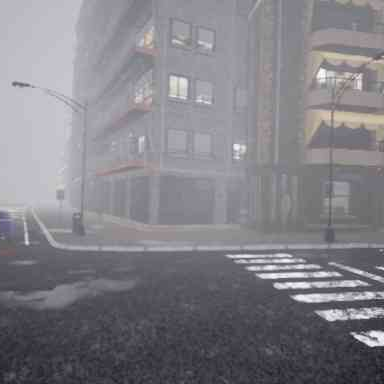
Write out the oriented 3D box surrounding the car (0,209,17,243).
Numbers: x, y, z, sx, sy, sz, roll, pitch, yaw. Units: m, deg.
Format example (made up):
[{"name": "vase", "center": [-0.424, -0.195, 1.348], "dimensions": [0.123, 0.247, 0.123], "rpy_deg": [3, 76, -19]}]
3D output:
[{"name": "car", "center": [-9.893, 1.587, 16.535], "dimensions": [1.882, 1.535, 5.008], "rpy_deg": [2, -1, -27]}]
